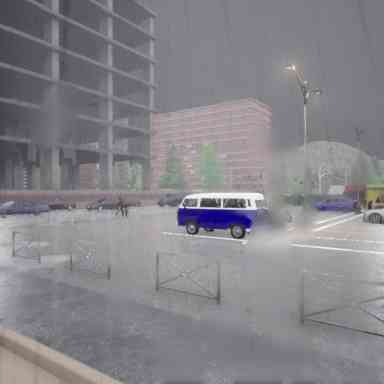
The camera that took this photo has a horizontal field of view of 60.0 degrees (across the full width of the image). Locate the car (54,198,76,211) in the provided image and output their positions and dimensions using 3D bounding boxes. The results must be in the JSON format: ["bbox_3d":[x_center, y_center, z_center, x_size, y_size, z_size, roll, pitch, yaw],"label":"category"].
[{"bbox_3d":[-15.316,1.436,37.186,2.128,1.511,4.902,0,0,35],"label":"car"}]

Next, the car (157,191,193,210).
[{"bbox_3d":[-2.695,1.163,48.966,2.150,2.045,5.566,0,0,35],"label":"car"}]

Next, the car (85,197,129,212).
[{"bbox_3d":[-10.033,1.449,38.603,1.837,1.490,4.892,0,0,35],"label":"car"}]

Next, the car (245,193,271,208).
[{"bbox_3d":[11.034,1.436,56.157,2.128,1.511,4.902,0,0,35],"label":"car"}]

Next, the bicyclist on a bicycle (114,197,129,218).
[{"bbox_3d":[-5.504,1.248,25.969,1.656,1.620,0.582,0,0,35],"label":"bicyclist on a bicycle"}]

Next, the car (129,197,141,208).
[{"bbox_3d":[-9.180,1.436,45.871,2.128,1.511,4.902,0,0,35],"label":"car"}]

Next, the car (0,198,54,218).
[{"bbox_3d":[-15.858,1.492,30.348,2.033,1.411,5.357,0,0,35],"label":"car"}]

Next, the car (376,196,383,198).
[{"bbox_3d":[16.452,1.153,26.046,4.605,1.855,1.932,0,0,36],"label":"car"}]

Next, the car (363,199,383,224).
[{"bbox_3d":[13.246,1.395,21.481,3.806,1.475,1.970,0,0,36],"label":"car"}]

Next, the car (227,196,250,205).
[{"bbox_3d":[8.174,1.422,58.174,1.882,1.535,5.008,0,0,35],"label":"car"}]

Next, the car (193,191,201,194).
[{"bbox_3d":[-0.446,0.784,58.098,2.150,2.045,5.566,0,0,35],"label":"car"}]

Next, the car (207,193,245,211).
[{"bbox_3d":[4.929,1.166,47.431,2.150,2.045,5.566,0,0,36],"label":"car"}]

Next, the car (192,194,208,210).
[{"bbox_3d":[2.250,1.436,49.692,2.128,1.511,4.902,0,0,36],"label":"car"}]
